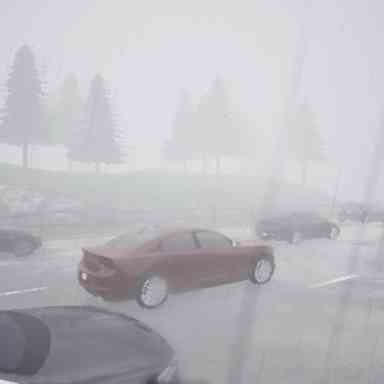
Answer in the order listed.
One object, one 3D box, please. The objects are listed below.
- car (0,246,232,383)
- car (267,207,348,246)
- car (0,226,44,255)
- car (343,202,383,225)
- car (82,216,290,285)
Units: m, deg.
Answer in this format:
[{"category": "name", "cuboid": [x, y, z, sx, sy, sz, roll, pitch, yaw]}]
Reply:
[{"category": "car", "cuboid": [-2.315, 1.487, 2.115, 4.902, 1.511, 2.128, 0, 0, -35]}, {"category": "car", "cuboid": [5.164, 1.622, 16.027, 4.892, 1.490, 1.837, 0, 0, -35]}, {"category": "car", "cuboid": [-7.561, 1.528, 11.270, 4.674, 1.442, 1.812, 0, 0, -35]}, {"category": "car", "cuboid": [13.591, 1.577, 26.340, 4.553, 1.767, 2.097, 1, 0, -36]}, {"category": "car", "cuboid": [-0.097, 1.516, 7.982, 5.008, 1.535, 1.882, 0, 0, -35]}]
